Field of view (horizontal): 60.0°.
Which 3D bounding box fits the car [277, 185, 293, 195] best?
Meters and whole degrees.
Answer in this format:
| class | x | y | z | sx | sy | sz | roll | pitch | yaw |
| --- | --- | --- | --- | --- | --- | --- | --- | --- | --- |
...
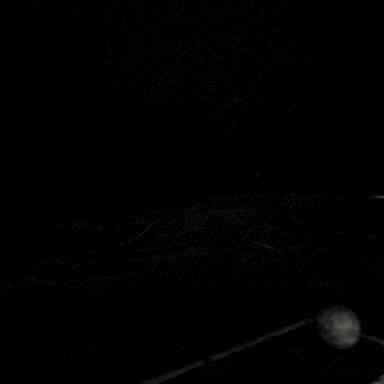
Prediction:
| class | x | y | z | sx | sy | sz | roll | pitch | yaw |
| --- | --- | --- | --- | --- | --- | --- | --- | --- | --- |
| car | 15.195 | -0.417 | 54.552 | 1.882 | 1.535 | 5.008 | -2 | 1 | 4 |
